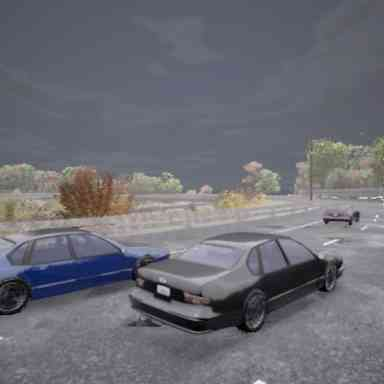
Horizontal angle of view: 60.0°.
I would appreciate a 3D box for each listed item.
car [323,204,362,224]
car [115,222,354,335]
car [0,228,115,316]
[{"bbox_3d":[10.891,1.575,24.014,2.033,1.411,5.357,0,0,34],"label":"car"},{"bbox_3d":[1.323,1.553,6.884,2.033,1.411,5.357,0,0,44],"label":"car"},{"bbox_3d":[-2.940,1.550,7.600,5.357,1.411,2.033,0,0,-44],"label":"car"}]
